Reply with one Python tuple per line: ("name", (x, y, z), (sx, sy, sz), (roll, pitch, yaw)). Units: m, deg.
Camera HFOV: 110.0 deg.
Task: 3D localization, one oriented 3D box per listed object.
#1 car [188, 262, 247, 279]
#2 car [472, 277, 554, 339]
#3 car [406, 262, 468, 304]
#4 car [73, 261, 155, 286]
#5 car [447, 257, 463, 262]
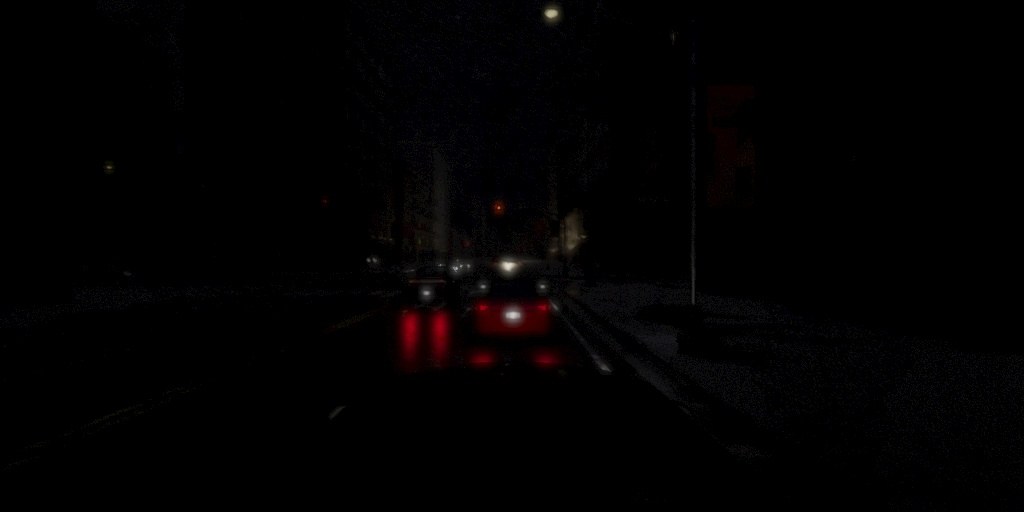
("car", (-25.297, 1.217, 30.859), (4.313, 1.339, 1.948), (0, 0, 0))
("car", (0.027, 1.281, 9.994), (1.994, 1.385, 4.181), (0, 0, 0))
("car", (-3.353, 1.185, 16.078), (2.128, 1.511, 4.902), (0, 0, -2))
("car", (-25.360, 1.092, 22.834), (4.097, 1.591, 1.967), (0, 0, 0))
("car", (-9.658, 1.120, 58.390), (1.895, 1.301, 4.718), (0, 0, 1))
